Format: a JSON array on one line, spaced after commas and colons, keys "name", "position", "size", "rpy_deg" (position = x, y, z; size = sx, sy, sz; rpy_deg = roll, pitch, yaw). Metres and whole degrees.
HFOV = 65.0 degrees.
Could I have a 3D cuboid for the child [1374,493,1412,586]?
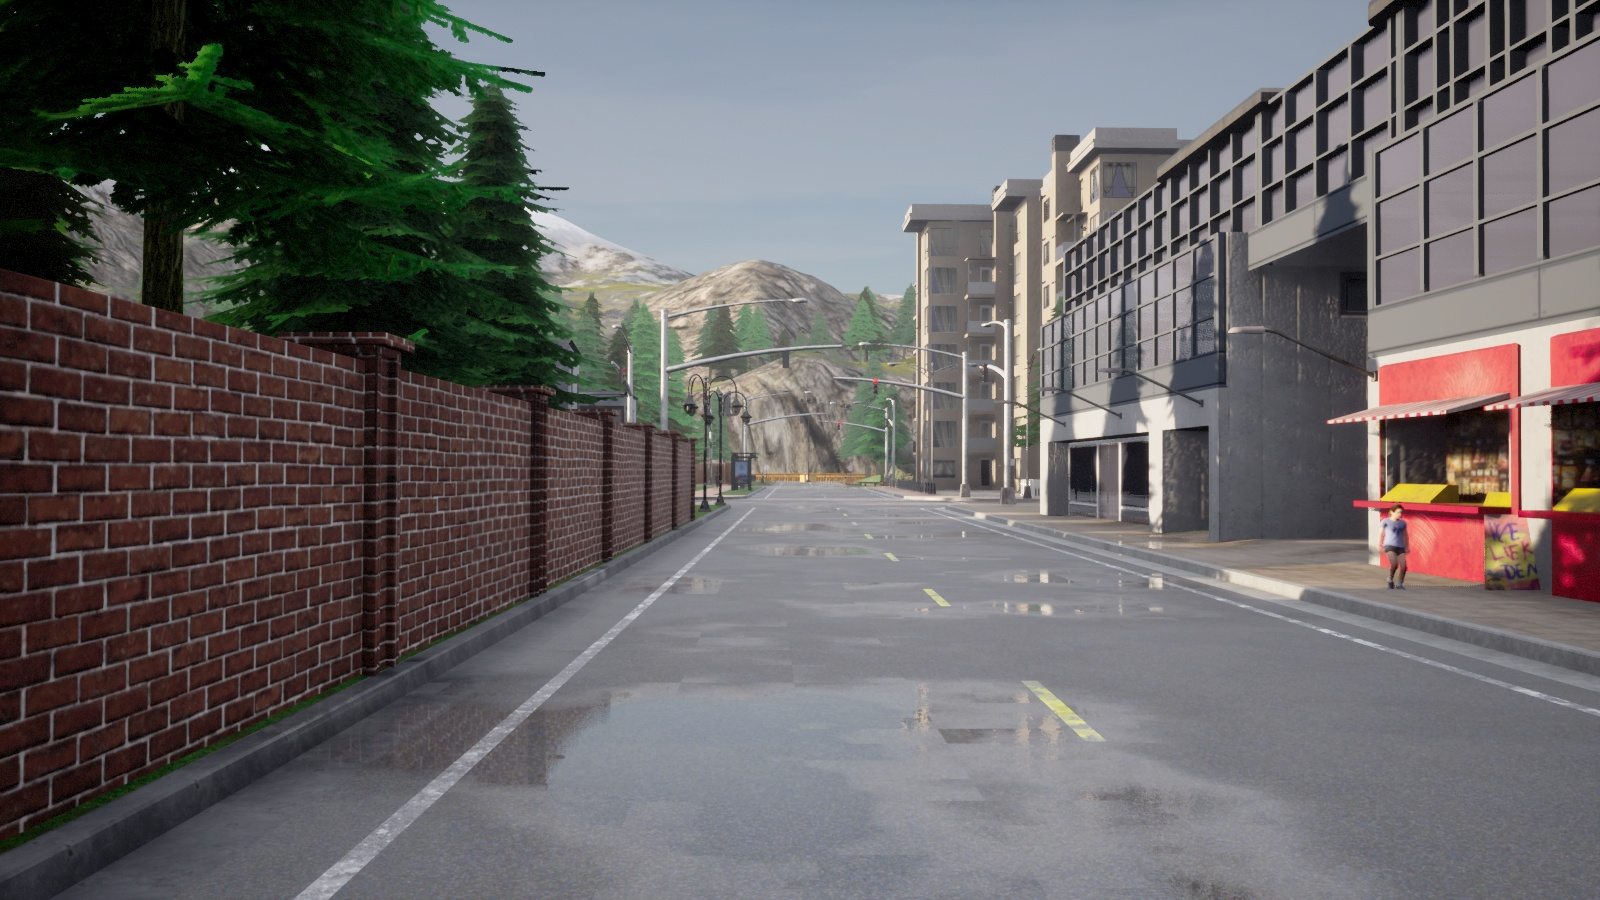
[{"name": "child", "position": [7.236, 1.084, 15.343], "size": [0.255, 1.110, 0.394], "rpy_deg": [0, -1, -2]}]
